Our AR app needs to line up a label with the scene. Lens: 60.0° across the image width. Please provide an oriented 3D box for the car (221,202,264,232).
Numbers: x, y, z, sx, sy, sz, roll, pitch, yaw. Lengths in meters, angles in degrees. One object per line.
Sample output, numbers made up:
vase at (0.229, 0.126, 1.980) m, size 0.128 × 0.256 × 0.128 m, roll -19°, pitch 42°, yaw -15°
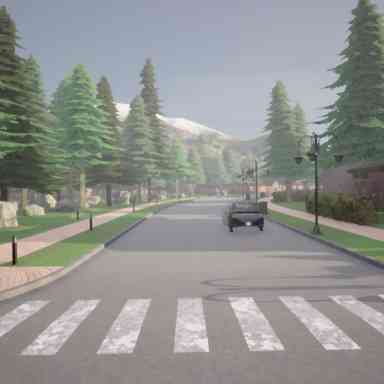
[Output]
car at (2.831, 1.345, 19.271) m, size 2.128 × 1.511 × 4.902 m, roll 0°, pitch 1°, yaw -1°
